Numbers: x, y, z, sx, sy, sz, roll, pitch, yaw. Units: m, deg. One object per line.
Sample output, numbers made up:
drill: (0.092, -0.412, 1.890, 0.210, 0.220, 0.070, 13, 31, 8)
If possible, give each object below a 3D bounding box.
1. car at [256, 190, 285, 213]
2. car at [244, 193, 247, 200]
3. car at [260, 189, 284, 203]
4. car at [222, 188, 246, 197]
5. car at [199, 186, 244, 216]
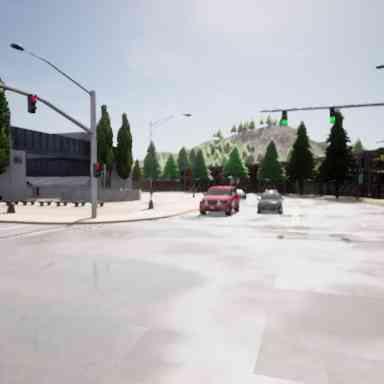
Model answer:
car: (6.316, 0.832, 26.660, 1.837, 1.490, 4.892, 0, 2, 17)
car: (6.524, 0.369, 47.557, 2.033, 1.411, 5.357, 0, 1, -2)
car: (9.695, 0.465, 40.753, 2.128, 1.511, 4.902, 0, 2, 5)
car: (7.550, 0.055, 60.436, 2.033, 1.411, 5.357, -1, 1, -20)
car: (2.195, 0.596, 25.113, 2.150, 2.045, 5.566, 0, 2, 18)
